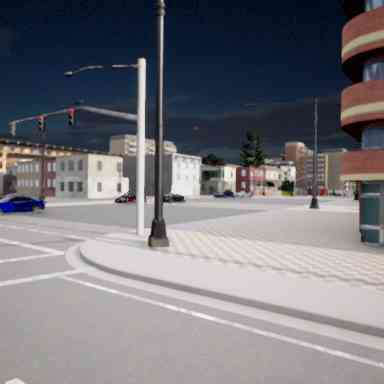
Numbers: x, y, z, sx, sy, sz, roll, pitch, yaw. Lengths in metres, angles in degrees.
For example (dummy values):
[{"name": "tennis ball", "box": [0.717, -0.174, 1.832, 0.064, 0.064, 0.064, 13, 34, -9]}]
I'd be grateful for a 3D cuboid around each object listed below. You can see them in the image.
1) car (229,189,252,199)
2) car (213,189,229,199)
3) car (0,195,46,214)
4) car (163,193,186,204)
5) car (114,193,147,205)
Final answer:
[{"name": "car", "box": [8.727, 0.494, 57.429, 1.812, 1.442, 4.674, 1, 2, 37]}, {"name": "car", "box": [5.558, 0.238, 59.036, 2.097, 1.767, 4.553, 1, 2, 37]}, {"name": "car", "box": [-14.341, 1.019, 26.598, 1.882, 1.535, 5.008, 1, 1, 36]}, {"name": "car", "box": [-2.580, 0.816, 42.397, 1.994, 1.385, 4.181, 1, 2, 37]}, {"name": "car", "box": [-7.624, 0.833, 41.480, 1.994, 1.385, 4.181, 1, 2, 37]}]
